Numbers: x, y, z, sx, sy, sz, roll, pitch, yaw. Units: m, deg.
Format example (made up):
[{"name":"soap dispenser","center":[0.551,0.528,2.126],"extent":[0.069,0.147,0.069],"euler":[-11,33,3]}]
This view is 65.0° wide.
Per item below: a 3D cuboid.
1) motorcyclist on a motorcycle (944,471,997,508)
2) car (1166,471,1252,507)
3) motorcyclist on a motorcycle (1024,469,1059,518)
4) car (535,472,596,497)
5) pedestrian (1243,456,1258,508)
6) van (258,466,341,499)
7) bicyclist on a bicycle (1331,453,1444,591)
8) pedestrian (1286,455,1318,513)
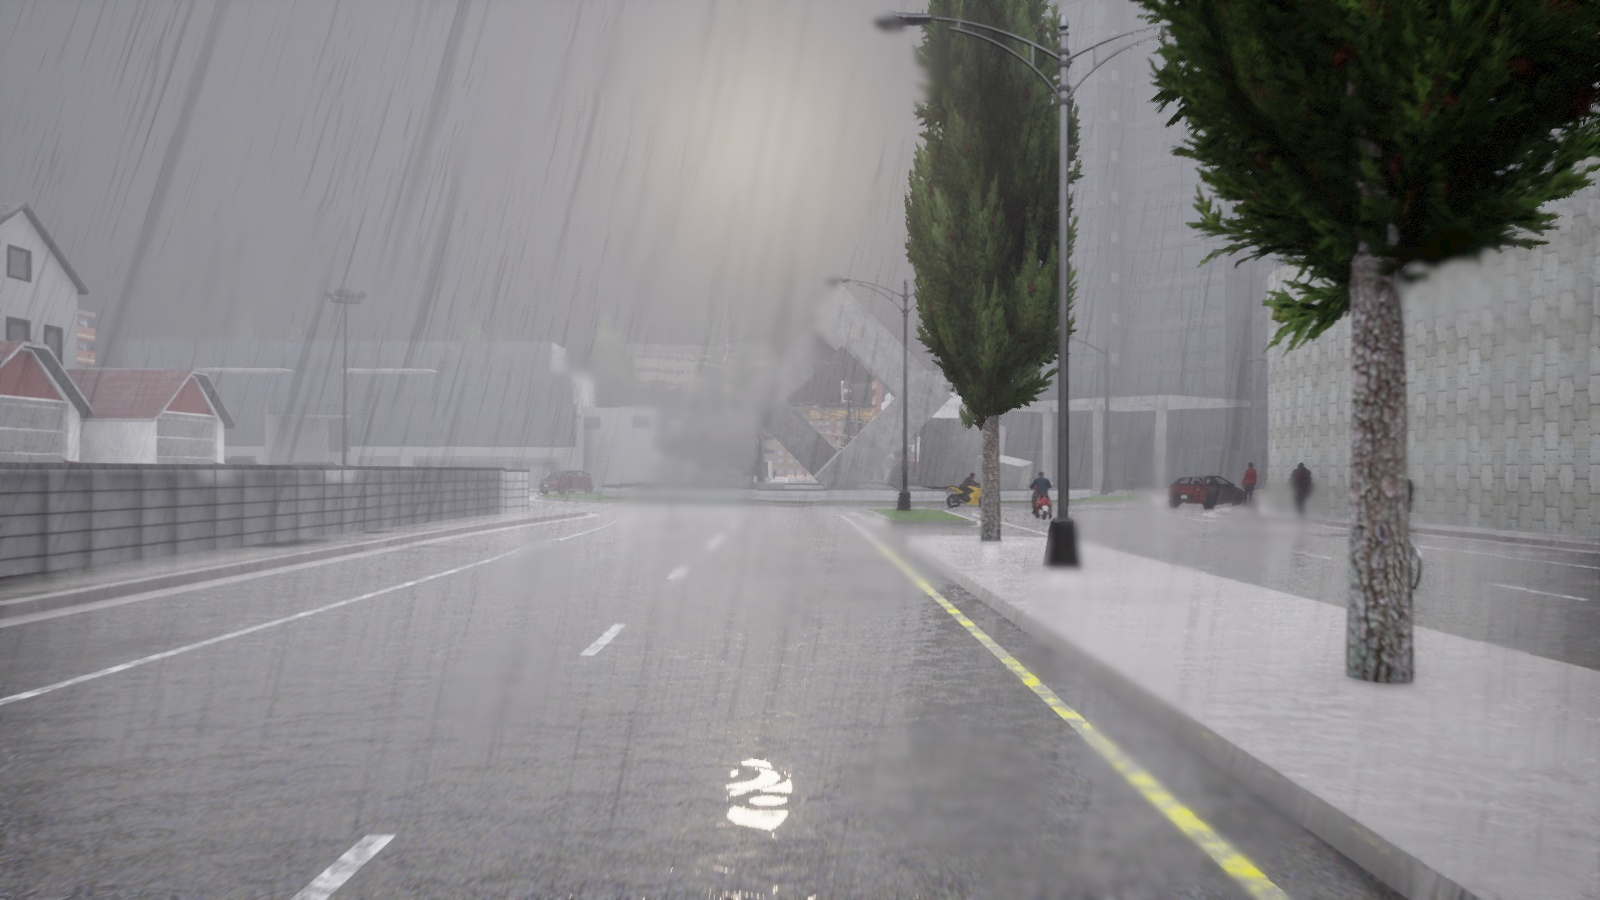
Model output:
[{"name":"motorcyclist on a motorcycle","center":[7.133,1.647,52.495],"extent":[2.044,1.523,0.797],"euler":[0,-2,-12]},{"name":"car","center":[17.750,1.668,54.410],"extent":[4.193,1.474,1.816],"euler":[1,-1,-44]},{"name":"motorcyclist on a motorcycle","center":[7.996,1.433,41.661],"extent":[0.866,1.590,1.817],"euler":[0,-1,1]},{"name":"car","center":[-15.059,2.206,80.827],"extent":[1.789,1.549,3.705],"euler":[-1,-1,32]},{"name":"pedestrian","center":[16.146,1.158,45.003],"extent":[0.331,1.846,0.636],"euler":[0,-1,3]},{"name":"van","center":[-30.984,1.994,77.828],"extent":[4.442,1.987,1.775],"euler":[0,-1,-9]},{"name":"bicyclist on a bicycle","center":[7.958,0.940,17.108],"extent":[0.659,1.776,1.843],"euler":[0,-1,0]},{"name":"pedestrian","center":[16.080,1.079,40.234],"extent":[0.634,1.844,0.899],"euler":[0,-1,-4]}]
